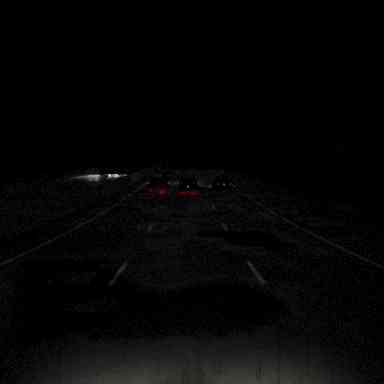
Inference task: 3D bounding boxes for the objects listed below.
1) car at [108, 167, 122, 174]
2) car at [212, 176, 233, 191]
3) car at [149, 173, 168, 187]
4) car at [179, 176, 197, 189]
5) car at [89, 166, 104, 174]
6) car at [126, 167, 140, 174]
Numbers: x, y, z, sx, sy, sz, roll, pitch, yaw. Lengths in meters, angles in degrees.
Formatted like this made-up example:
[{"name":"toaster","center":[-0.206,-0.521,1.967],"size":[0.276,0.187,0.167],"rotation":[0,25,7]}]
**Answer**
[{"name":"car","center":[-14.785,-4.152,63.861],"size":[1.994,1.385,4.181],"rotation":[0,6,0]},{"name":"car","center":[3.103,-0.956,34.706],"size":[2.033,1.411,5.357],"rotation":[0,6,0]},{"name":"car","center":[-3.916,-1.481,39.402],"size":[1.812,1.442,4.674],"rotation":[0,7,0]},{"name":"car","center":[-0.404,-1.102,36.593],"size":[1.895,1.301,4.718],"rotation":[0,6,0]},{"name":"car","center":[-18.285,-4.175,63.704],"size":[2.128,1.511,4.902],"rotation":[0,7,0]},{"name":"car","center":[-11.281,-4.098,63.667],"size":[1.895,1.301,4.718],"rotation":[0,6,0]}]
